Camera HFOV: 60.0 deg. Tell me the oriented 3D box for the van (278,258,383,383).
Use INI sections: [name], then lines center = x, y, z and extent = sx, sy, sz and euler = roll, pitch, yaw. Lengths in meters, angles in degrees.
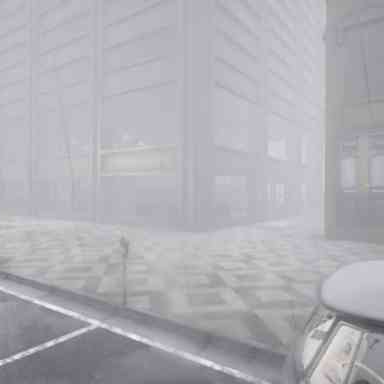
[van]
center = 2.295, 1.349, 1.328
extent = 3.998, 1.788, 1.690
euler = 0, 0, 35
